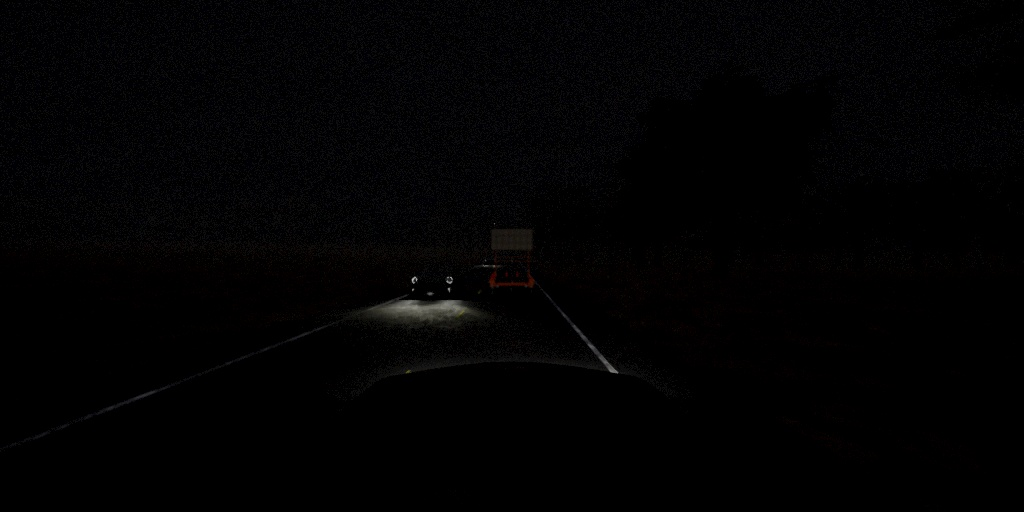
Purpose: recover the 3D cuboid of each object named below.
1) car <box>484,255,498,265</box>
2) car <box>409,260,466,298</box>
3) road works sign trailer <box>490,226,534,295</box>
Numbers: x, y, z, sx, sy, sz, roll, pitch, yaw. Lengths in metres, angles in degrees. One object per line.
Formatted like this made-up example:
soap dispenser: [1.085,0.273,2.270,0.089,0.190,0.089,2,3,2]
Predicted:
car: [-3.545,0.653,60.579,2.097,1.767,4.553,0,1,1]
car: [-3.599,1.062,18.021,2.097,1.767,4.553,0,0,0]
road works sign trailer: [0.010,0.167,19.541,2.380,3.560,2.880,0,0,1]
